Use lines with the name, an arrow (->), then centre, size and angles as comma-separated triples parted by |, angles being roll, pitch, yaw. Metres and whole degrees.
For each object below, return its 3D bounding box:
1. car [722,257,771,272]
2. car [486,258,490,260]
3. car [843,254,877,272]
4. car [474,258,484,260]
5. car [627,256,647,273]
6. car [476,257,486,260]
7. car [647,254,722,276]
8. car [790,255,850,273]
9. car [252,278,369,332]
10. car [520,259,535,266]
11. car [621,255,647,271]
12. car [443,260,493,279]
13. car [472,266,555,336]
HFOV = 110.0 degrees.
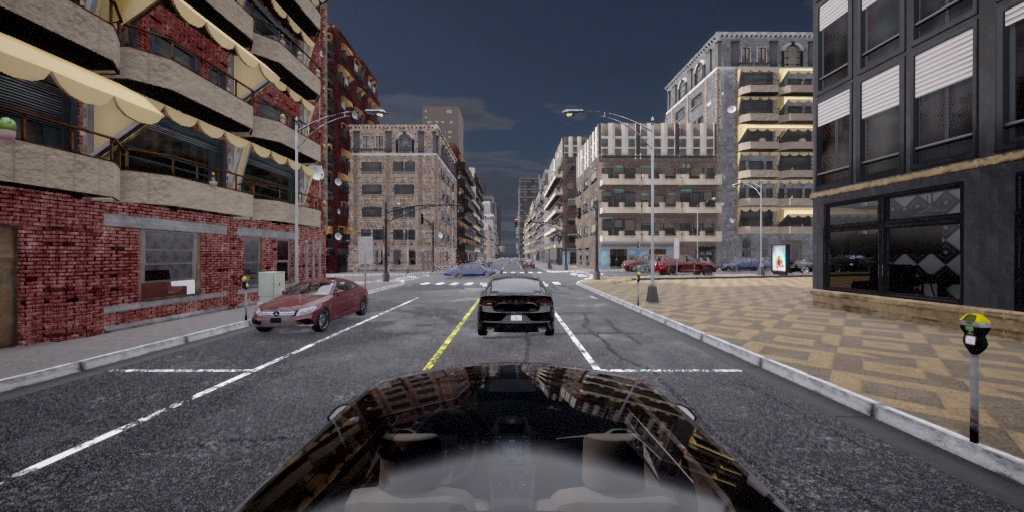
car -> 23.841, 0.829, 36.654 | 5.357, 1.411, 2.033 | -1, 0, -1
car -> -5.689, 1.086, 64.194 | 2.192, 1.841, 5.009 | 0, 0, 0
car -> 31.351, 0.717, 30.930 | 4.313, 1.339, 1.948 | 0, 0, 0
car -> -5.689, 1.330, 52.829 | 1.948, 1.339, 4.313 | 0, 0, 0
car -> 14.446, 1.021, 36.572 | 4.181, 1.385, 1.994 | -1, 0, -1
car -> -5.690, 1.293, 58.342 | 1.751, 1.417, 4.829 | 0, 0, 0
car -> 14.710, 0.778, 30.785 | 5.009, 1.841, 2.192 | 0, 0, 0
car -> 25.803, 0.822, 30.881 | 4.313, 1.339, 1.948 | 0, 0, 0
car -> -5.742, 1.332, 10.806 | 1.802, 1.307, 4.207 | 0, 0, 0
car -> 2.691, 1.207, 58.513 | 1.967, 1.591, 4.097 | 0, 0, 0
car -> 14.575, 0.764, 39.164 | 5.009, 1.841, 2.192 | 0, 0, 0
car -> -3.610, 1.345, 33.216 | 5.357, 1.411, 2.033 | -1, 0, 0
car -> 0.099, 1.227, 10.465 | 1.882, 1.535, 5.008 | 0, 0, 0
